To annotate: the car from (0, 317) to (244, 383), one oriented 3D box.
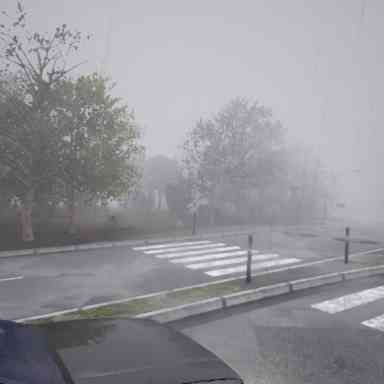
[{"bbox_3d":[-2.103,1.545,1.927,5.357,1.411,2.033,0,0,-35],"label":"car"}]
